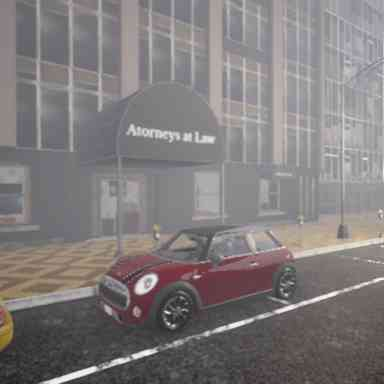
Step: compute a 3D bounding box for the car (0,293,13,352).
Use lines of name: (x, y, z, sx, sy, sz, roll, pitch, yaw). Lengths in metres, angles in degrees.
car: (-4.555, 1.526, 3.315, 4.829, 1.417, 1.752, 0, 0, -35)

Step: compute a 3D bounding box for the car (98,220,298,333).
car: (0.227, 1.439, 6.721, 4.097, 1.590, 1.967, 0, 0, -35)
